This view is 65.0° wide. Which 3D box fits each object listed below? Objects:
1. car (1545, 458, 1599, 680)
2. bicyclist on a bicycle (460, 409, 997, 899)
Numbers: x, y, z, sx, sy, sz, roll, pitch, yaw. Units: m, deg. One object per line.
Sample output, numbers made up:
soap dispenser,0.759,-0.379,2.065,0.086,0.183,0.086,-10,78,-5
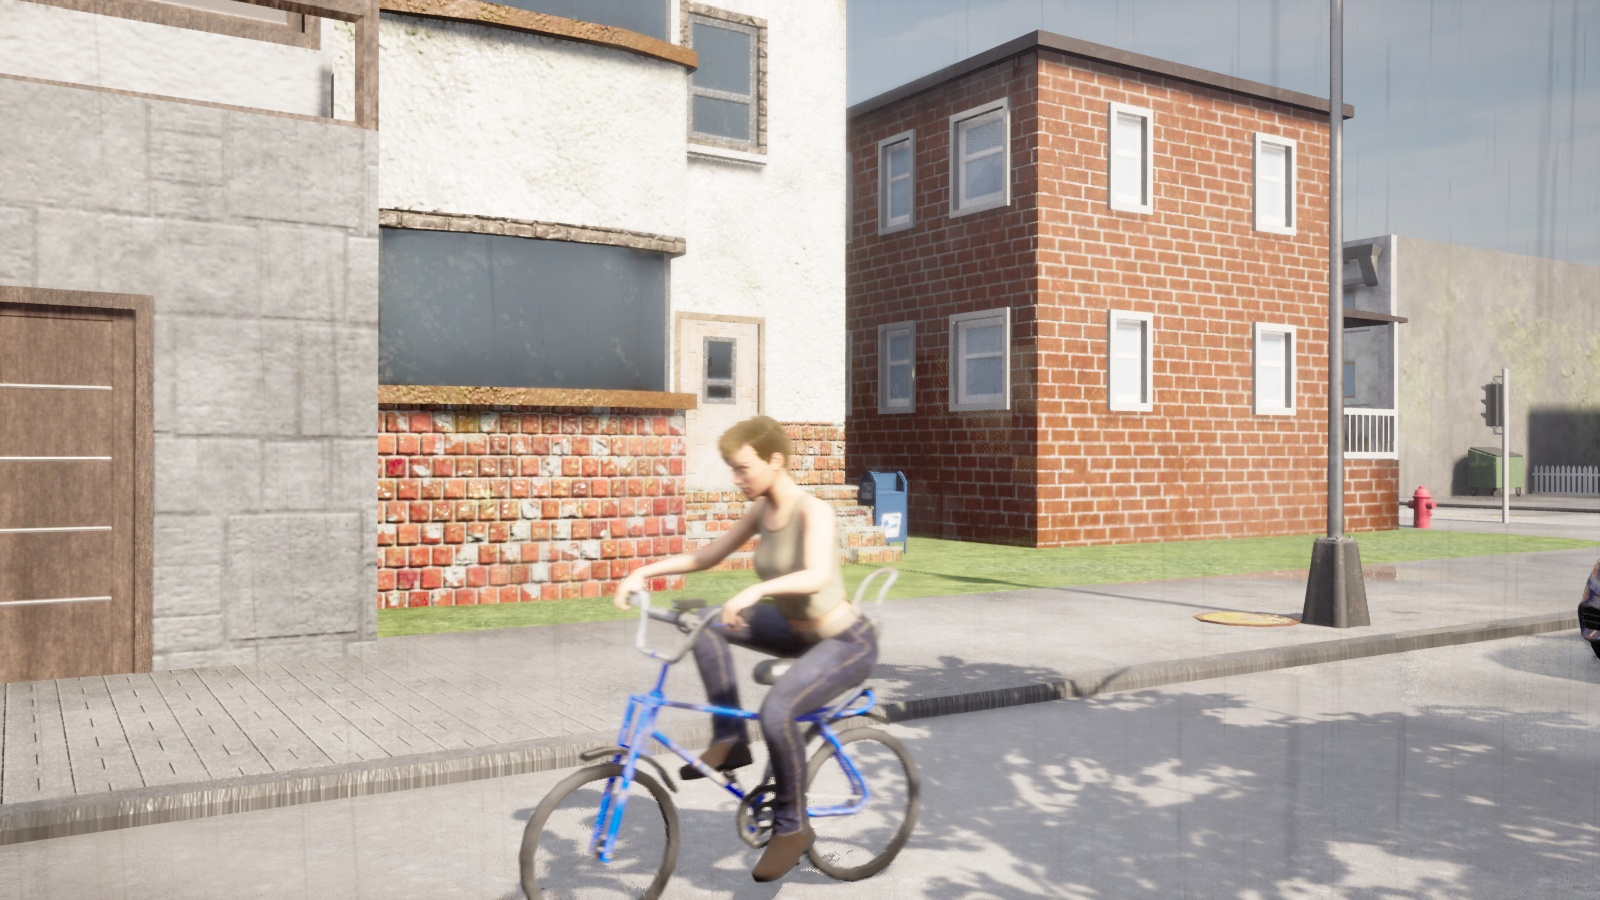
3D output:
car,7.529,0.776,8.835,4.674,1.442,1.812,0,0,-29
bicyclist on a bicycle,-0.227,0.692,4.103,1.509,1.612,0.866,-1,0,-32
